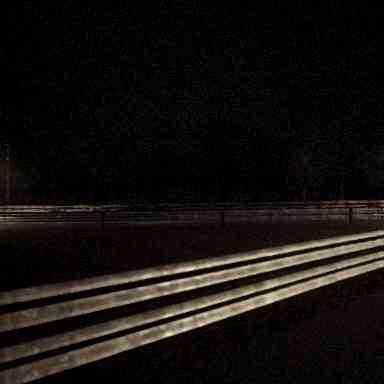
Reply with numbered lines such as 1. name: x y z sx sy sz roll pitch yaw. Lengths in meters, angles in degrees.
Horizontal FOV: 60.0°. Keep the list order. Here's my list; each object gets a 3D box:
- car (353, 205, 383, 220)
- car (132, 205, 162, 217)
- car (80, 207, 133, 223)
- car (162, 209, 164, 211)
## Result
1. car: 18.037 1.911 31.683 4.718 1.301 1.895 -1 0 5
2. car: -6.081 2.352 37.250 4.674 1.442 1.812 -1 0 5
3. car: -8.847 2.434 33.973 4.718 1.301 1.895 -1 0 5
4. car: -5.794 2.309 40.738 4.902 1.511 2.128 -1 0 5
